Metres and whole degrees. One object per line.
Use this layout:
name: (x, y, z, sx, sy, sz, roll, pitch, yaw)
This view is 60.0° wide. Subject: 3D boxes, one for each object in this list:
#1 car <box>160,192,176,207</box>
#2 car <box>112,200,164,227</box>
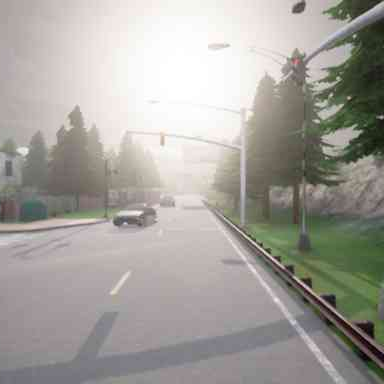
car: (-3.505, 1.262, 48.707, 2.097, 1.767, 4.553, 0, 0, 0)
car: (-3.672, 1.512, 22.715, 2.033, 1.411, 5.357, 0, 0, 8)
